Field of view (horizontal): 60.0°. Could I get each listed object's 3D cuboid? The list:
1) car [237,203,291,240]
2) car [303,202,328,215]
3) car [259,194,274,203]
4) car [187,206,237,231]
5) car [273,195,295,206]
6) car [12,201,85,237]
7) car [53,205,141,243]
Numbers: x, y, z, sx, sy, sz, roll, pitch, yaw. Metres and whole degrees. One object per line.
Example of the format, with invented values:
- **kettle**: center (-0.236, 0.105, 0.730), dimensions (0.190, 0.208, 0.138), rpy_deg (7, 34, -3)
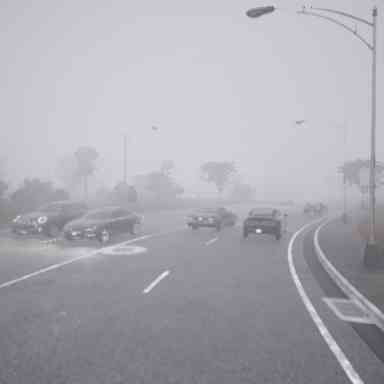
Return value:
- **car**: center (4.017, 1.586, 17.933), dimensions (1.837, 1.490, 4.892), rpy_deg (0, 0, 21)
- **car**: center (13.591, 1.746, 36.436), dimensions (1.895, 1.301, 4.718), rpy_deg (1, 1, 30)
- **car**: center (12.961, 1.224, 56.255), dimensions (2.097, 1.767, 4.553), rpy_deg (1, 1, 31)
- **car**: center (1.440, 1.603, 21.141), dimensions (2.033, 1.411, 5.357), rpy_deg (1, 0, 23)
- **car**: center (14.792, 1.471, 52.524), dimensions (1.812, 1.442, 4.674), rpy_deg (1, 1, 31)
- **car**: center (-7.284, 1.328, 17.923), dimensions (2.097, 1.767, 4.553), rpy_deg (0, 0, 19)
- **car**: center (-4.192, 1.508, 16.243), dimensions (1.837, 1.490, 4.892), rpy_deg (0, 0, 18)
